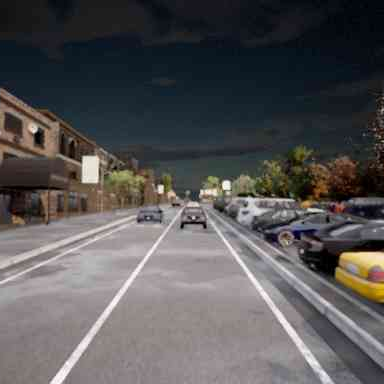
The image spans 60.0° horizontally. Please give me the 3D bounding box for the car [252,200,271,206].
[{"bbox_3d":[18.715,2.907,89.729,4.674,1.452,2.002,0,-1,0],"label":"car"}]

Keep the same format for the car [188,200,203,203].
[{"bbox_3d":[0.105,1.961,41.218,1.812,1.442,4.674,0,-1,0],"label":"car"}]

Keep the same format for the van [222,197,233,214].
[{"bbox_3d":[5.485,1.568,31.990,4.442,1.987,1.878,0,-1,0],"label":"van"}]

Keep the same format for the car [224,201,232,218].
[{"bbox_3d":[5.597,1.763,29.184,4.892,1.521,2.231,0,-1,0],"label":"car"}]

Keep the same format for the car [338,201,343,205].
[{"bbox_3d":[18.648,1.735,37.634,4.553,1.767,2.185,0,-1,0],"label":"car"}]

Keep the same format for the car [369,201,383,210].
[{"bbox_3d":[18.680,1.803,29.280,4.674,1.452,2.002,0,-1,0],"label":"car"}]

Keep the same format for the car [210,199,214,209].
[{"bbox_3d":[5.630,1.728,46.004,5.566,2.045,2.435,0,-1,0],"label":"car"}]

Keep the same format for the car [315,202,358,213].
[{"bbox_3d":[18.682,1.977,43.200,4.674,1.452,2.002,0,-1,0],"label":"car"}]

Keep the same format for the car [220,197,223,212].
[{"bbox_3d":[5.568,1.699,34.793,4.553,1.767,2.185,0,-1,0],"label":"car"}]

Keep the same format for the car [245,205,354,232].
[{"bbox_3d":[5.611,1.636,17.967,4.892,1.521,2.231,0,-1,0],"label":"car"}]

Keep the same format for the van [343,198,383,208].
[{"bbox_3d":[18.795,1.600,34.855,4.442,1.987,1.878,0,-1,0],"label":"van"}]

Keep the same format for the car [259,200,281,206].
[{"bbox_3d":[18.708,2.704,80.033,4.674,1.452,2.002,0,-1,0],"label":"car"}]

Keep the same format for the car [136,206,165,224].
[{"bbox_3d":[-3.343,1.840,27.494,1.994,1.385,4.181,0,-1,0],"label":"car"}]

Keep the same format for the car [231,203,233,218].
[{"bbox_3d":[5.603,1.698,23.578,5.008,1.535,2.097,0,-1,0],"label":"car"}]

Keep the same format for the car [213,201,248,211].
[{"bbox_3d":[5.598,2.027,48.801,4.892,1.521,2.231,0,-1,0],"label":"car"}]

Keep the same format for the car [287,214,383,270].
[{"bbox_3d":[5.621,1.551,9.562,5.008,1.535,2.097,0,0,0],"label":"car"}]

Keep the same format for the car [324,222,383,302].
[{"bbox_3d":[5.815,1.525,6.762,5.366,1.575,1.946,0,0,0],"label":"car"}]

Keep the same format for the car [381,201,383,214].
[{"bbox_3d":[18.500,1.729,26.495,5.366,1.575,1.946,0,-1,0],"label":"car"}]

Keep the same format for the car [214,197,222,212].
[{"bbox_3d":[5.627,1.609,37.595,5.566,2.045,2.435,0,-1,0],"label":"car"}]

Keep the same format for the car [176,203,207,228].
[{"bbox_3d":[0.104,1.789,24.439,2.033,1.411,5.357,0,-1,0],"label":"car"}]

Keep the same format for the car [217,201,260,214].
[{"bbox_3d":[5.605,1.897,40.397,4.892,1.521,2.231,0,-1,0],"label":"car"}]

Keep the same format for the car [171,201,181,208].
[{"bbox_3d":[-3.242,2.557,68.496,1.895,1.301,4.718,0,-1,0],"label":"car"}]

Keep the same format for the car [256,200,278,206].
[{"bbox_3d":[18.718,2.730,83.182,5.008,1.535,2.097,0,-1,0],"label":"car"}]

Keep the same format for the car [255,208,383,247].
[{"bbox_3d":[5.590,1.635,15.169,4.792,1.488,2.163,0,-1,0],"label":"car"}]

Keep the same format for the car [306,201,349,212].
[{"bbox_3d":[18.687,1.979,45.987,5.008,1.535,2.097,0,-1,0],"label":"car"}]

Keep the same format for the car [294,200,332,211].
[{"bbox_3d":[18.680,2.075,51.554,5.008,1.535,2.097,0,-1,0],"label":"car"}]

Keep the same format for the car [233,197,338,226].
[{"bbox_3d":[5.641,1.416,20.777,5.566,2.045,2.435,0,-1,0],"label":"car"}]
